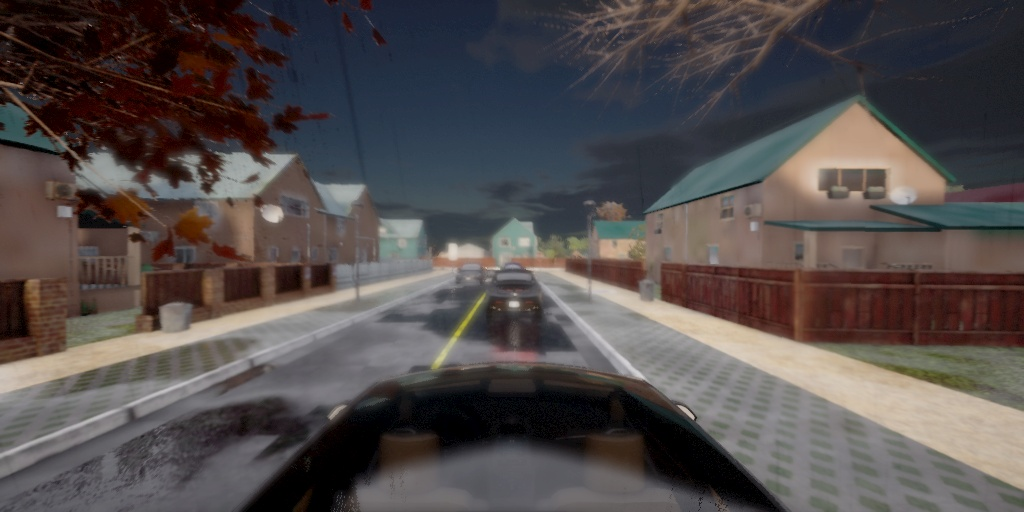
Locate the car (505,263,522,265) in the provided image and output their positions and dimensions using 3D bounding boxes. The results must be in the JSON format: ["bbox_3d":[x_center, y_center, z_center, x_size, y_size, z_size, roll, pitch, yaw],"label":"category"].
[{"bbox_3d":[0.084,1.214,26.812,1.812,1.442,4.674,0,0,0],"label":"car"}]

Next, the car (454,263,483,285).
[{"bbox_3d":[-2.834,1.214,25.561,1.812,1.442,4.674,0,0,0],"label":"car"}]

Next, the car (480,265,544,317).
[{"bbox_3d":[0.082,1.211,12.923,1.837,1.490,4.892,0,-1,0],"label":"car"}]
